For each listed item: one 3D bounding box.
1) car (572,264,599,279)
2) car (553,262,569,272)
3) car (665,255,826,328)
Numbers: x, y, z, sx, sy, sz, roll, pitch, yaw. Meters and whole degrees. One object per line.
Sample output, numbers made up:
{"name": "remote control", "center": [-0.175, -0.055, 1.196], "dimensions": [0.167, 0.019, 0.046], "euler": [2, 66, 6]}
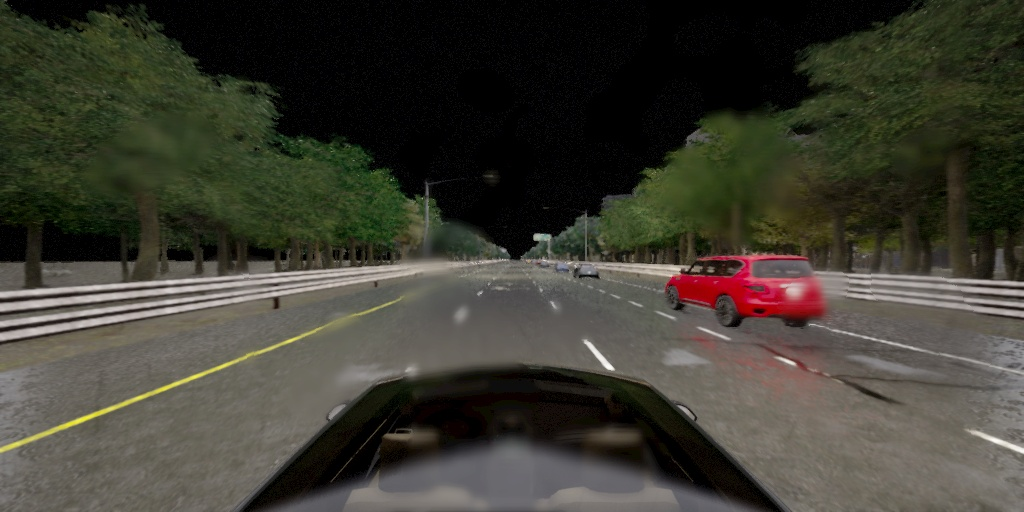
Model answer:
{"name": "car", "center": [7.054, 1.480, 34.654], "dimensions": [1.994, 1.385, 4.181], "euler": [0, 0, 0]}
{"name": "car", "center": [7.133, 1.600, 52.641], "dimensions": [2.033, 1.411, 5.357], "euler": [0, 0, 0]}
{"name": "car", "center": [7.004, 0.996, 11.569], "dimensions": [2.150, 2.045, 5.566], "euler": [0, 0, 0]}
